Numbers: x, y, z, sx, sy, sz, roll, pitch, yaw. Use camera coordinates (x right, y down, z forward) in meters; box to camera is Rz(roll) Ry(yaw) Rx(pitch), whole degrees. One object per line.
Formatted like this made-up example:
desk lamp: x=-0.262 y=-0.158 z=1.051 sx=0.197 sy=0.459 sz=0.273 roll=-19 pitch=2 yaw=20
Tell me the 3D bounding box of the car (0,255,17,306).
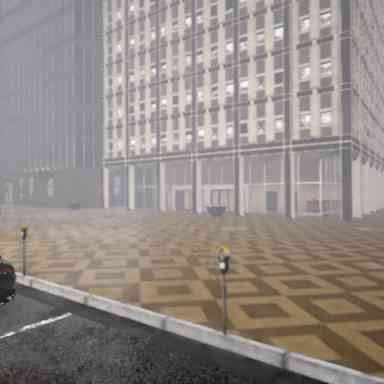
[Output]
car: x=-5.162 y=1.495 z=6.567 sx=4.403 sy=1.369 sz=2.008 roll=0 pitch=-1 yaw=35
